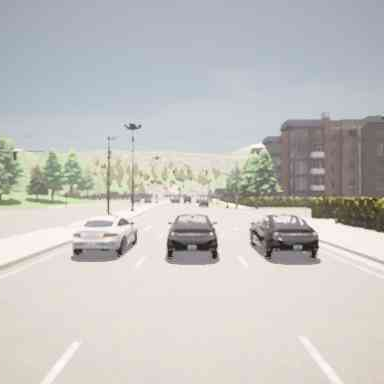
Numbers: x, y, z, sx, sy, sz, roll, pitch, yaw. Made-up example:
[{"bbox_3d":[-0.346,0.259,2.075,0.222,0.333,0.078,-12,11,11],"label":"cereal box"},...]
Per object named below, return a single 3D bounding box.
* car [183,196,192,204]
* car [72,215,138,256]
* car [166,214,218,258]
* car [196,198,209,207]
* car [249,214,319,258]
[{"bbox_3d":[-1.275,2.250,95.270,2.150,2.045,5.566,0,-1,0],"label":"car"},{"bbox_3d":[-3.475,1.676,13.813,1.812,1.442,4.674,0,0,0],"label":"car"},{"bbox_3d":[0.023,1.640,13.430,2.128,1.511,4.902,0,0,0],"label":"car"},{"bbox_3d":[2.298,2.208,64.992,1.837,1.490,4.892,0,-1,-1],"label":"car"},{"bbox_3d":[3.523,1.640,13.432,2.128,1.511,4.902,0,0,0],"label":"car"}]
